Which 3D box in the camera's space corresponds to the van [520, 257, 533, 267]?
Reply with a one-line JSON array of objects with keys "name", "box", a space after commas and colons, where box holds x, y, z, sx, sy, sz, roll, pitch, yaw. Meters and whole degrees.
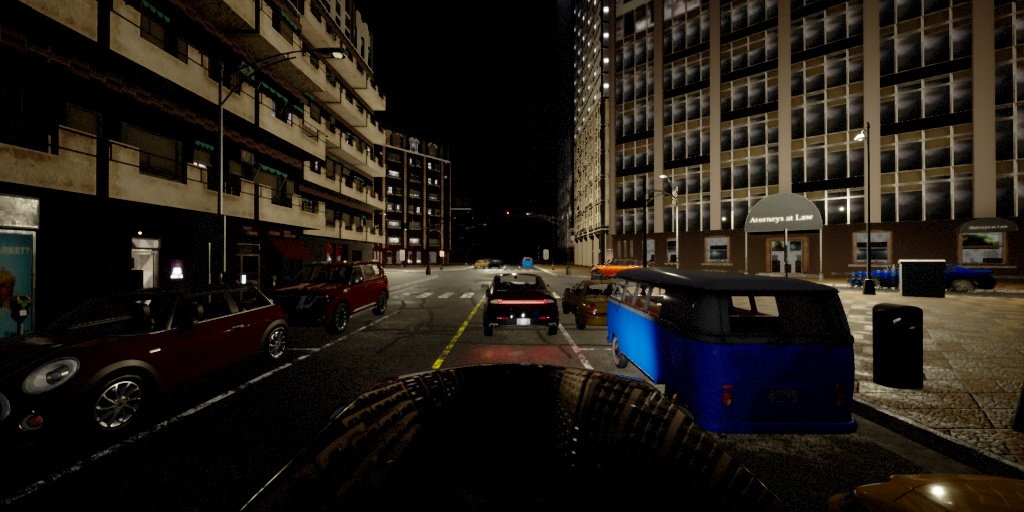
[{"name": "van", "box": [2.579, 1.168, 59.775, 1.690, 1.789, 3.998, 0, 0, 0]}]

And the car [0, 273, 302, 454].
[{"name": "car", "box": [-5.314, 1.191, 5.242, 1.967, 1.591, 4.097, 0, 0, 0]}]

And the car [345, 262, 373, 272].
[{"name": "car", "box": [-21.763, 1.536, 51.033, 4.181, 1.385, 1.994, -1, -1, 41]}]

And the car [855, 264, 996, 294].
[{"name": "car", "box": [20.699, 1.047, 18.449, 5.008, 1.535, 1.882, -1, -1, 41]}]

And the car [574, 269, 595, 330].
[{"name": "car", "box": [2.568, 1.279, 10.952, 1.751, 1.417, 4.829, 0, 0, 0]}]

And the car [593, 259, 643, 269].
[{"name": "car", "box": [8.614, 1.045, 28.872, 4.553, 1.767, 2.097, -1, -1, 41]}]

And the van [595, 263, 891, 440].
[{"name": "van", "box": [2.567, 1.092, 5.246, 1.690, 1.789, 3.998, 0, 0, 0]}]

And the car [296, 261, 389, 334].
[{"name": "car", "box": [-5.312, 1.068, 10.778, 2.192, 1.841, 5.009, 0, 0, 0]}]

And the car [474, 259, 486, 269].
[{"name": "car", "box": [-5.301, 1.352, 59.607, 1.751, 1.417, 4.829, 0, 0, 0]}]

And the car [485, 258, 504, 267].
[{"name": "car", "box": [-2.804, 1.425, 58.866, 1.895, 1.301, 4.718, 0, 0, 2]}]

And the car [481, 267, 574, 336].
[{"name": "car", "box": [0.135, 1.245, 10.388, 2.128, 1.511, 4.902, 0, 0, -3]}]
